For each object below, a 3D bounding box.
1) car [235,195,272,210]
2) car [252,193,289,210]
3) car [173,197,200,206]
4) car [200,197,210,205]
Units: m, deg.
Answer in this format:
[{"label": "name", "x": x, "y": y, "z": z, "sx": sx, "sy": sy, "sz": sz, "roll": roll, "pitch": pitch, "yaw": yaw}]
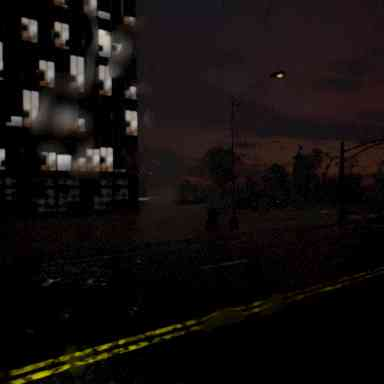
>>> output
[{"label": "car", "x": 7.195, "y": 1.474, "z": 41.598, "sx": 1.882, "sy": 1.535, "sz": 5.008, "roll": -1, "pitch": 1, "yaw": -33}, {"label": "car", "x": 9.976, "y": 1.157, "z": 43.273, "sx": 2.150, "sy": 2.045, "sz": 5.566, "roll": -1, "pitch": 1, "yaw": -33}, {"label": "car", "x": -1.223, "y": 1.609, "z": 54.597, "sx": 1.895, "sy": 1.301, "sz": 4.718, "roll": -1, "pitch": 1, "yaw": -33}, {"label": "car", "x": 1.263, "y": 1.511, "z": 56.750, "sx": 1.994, "sy": 1.385, "sz": 4.181, "roll": -1, "pitch": 1, "yaw": -33}]
